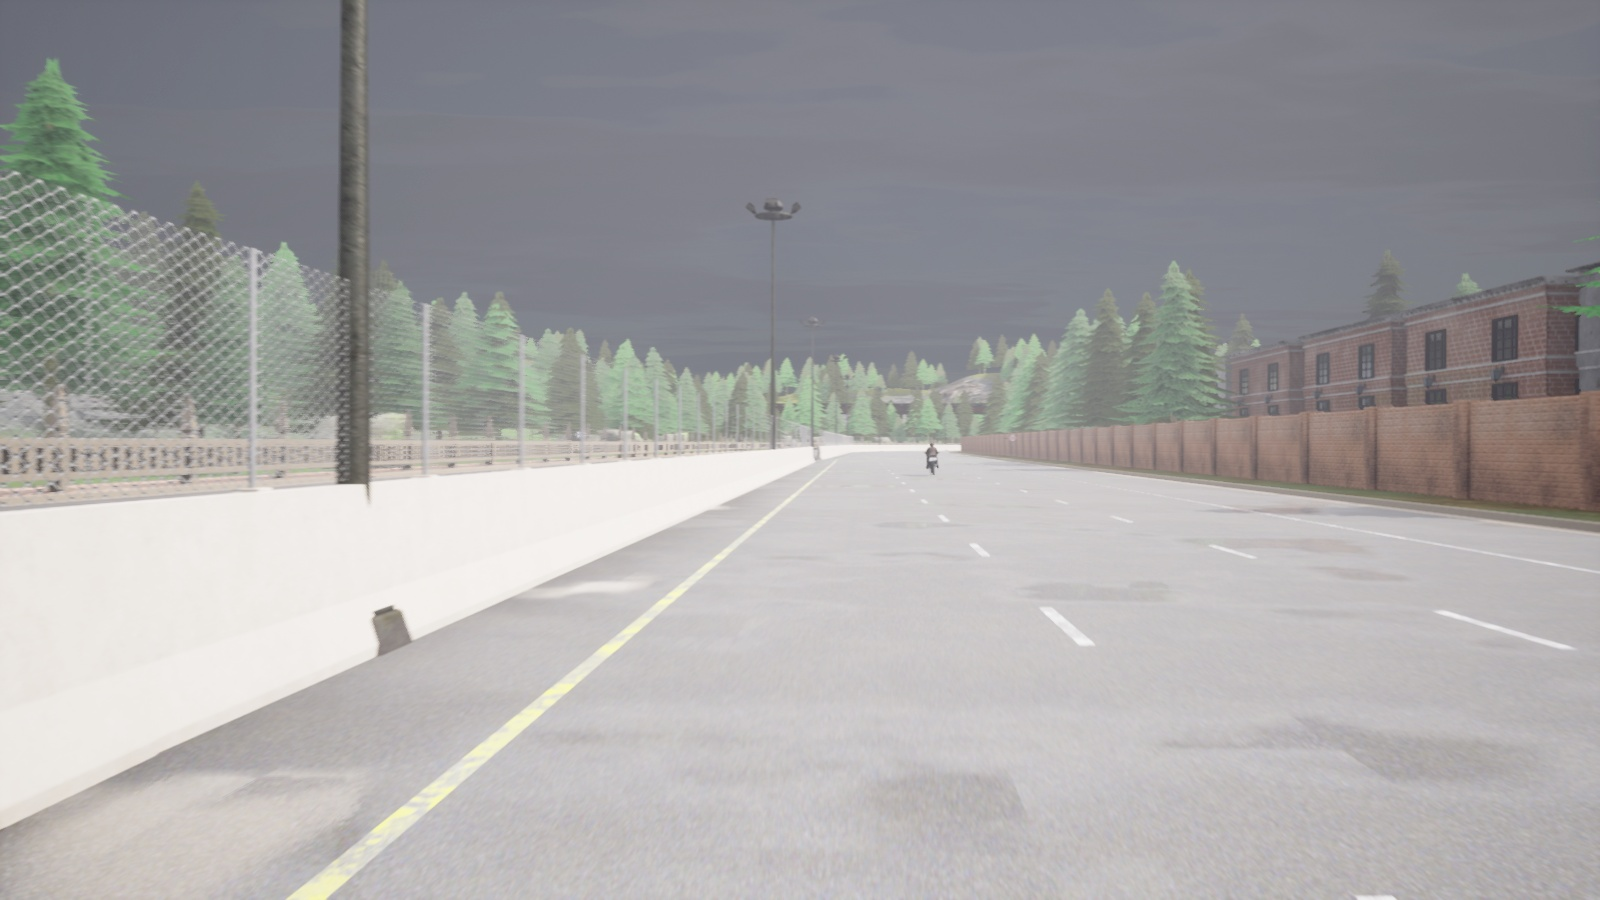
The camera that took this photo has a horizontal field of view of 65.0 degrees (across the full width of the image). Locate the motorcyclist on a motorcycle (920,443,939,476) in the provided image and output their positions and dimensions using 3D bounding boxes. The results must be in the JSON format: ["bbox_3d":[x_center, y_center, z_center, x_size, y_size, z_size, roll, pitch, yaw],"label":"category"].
[{"bbox_3d":[6.030,0.428,58.575,0.797,1.523,2.044,0,0,3],"label":"motorcyclist on a motorcycle"}]
